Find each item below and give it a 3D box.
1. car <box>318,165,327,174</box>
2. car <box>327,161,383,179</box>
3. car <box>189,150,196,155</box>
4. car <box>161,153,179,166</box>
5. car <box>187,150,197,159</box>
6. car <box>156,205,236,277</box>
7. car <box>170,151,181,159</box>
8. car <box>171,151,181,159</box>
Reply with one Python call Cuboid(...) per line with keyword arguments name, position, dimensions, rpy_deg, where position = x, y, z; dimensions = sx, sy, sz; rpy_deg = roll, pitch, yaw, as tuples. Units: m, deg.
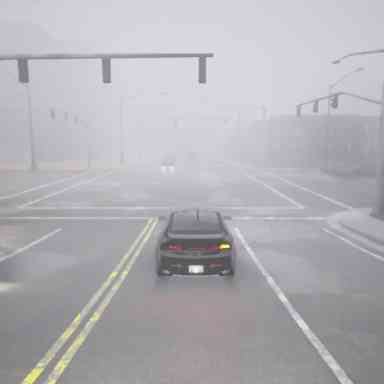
Cuboid(name="car", position=(16.316, -2.635, 36.213), dimensions=(4.902, 1.511, 2.128), rpy_deg=(0, 9, 0))
Cuboid(name="car", position=(16.680, -2.056, 32.762), dimensions=(5.357, 1.411, 2.033), rpy_deg=(0, 9, 2))
Cuboid(name="car", position=(0.103, -10.673, 89.644), dimensions=(1.812, 1.442, 4.674), rpy_deg=(0, 9, 0))
Cuboid(name="car", position=(-3.538, -4.751, 50.618), dimensions=(2.033, 1.411, 5.357), rpy_deg=(0, 9, 0))
Cuboid(name="car", position=(0.093, -7.840, 70.738), dimensions=(1.837, 1.490, 4.892), rpy_deg=(0, 9, 0))
Cuboid(name="car", position=(0.085, 1.131, 9.246), dimensions=(1.837, 1.490, 4.892), rpy_deg=(0, 5, 0))
Cuboid(name="car", position=(-3.498, -6.480, 60.753), dimensions=(2.097, 1.767, 4.553), rpy_deg=(0, 9, 0))
Cuboid(name="car", position=(-3.419, -7.892, 70.934), dimensions=(1.882, 1.535, 5.008), rpy_deg=(0, 9, 0))
